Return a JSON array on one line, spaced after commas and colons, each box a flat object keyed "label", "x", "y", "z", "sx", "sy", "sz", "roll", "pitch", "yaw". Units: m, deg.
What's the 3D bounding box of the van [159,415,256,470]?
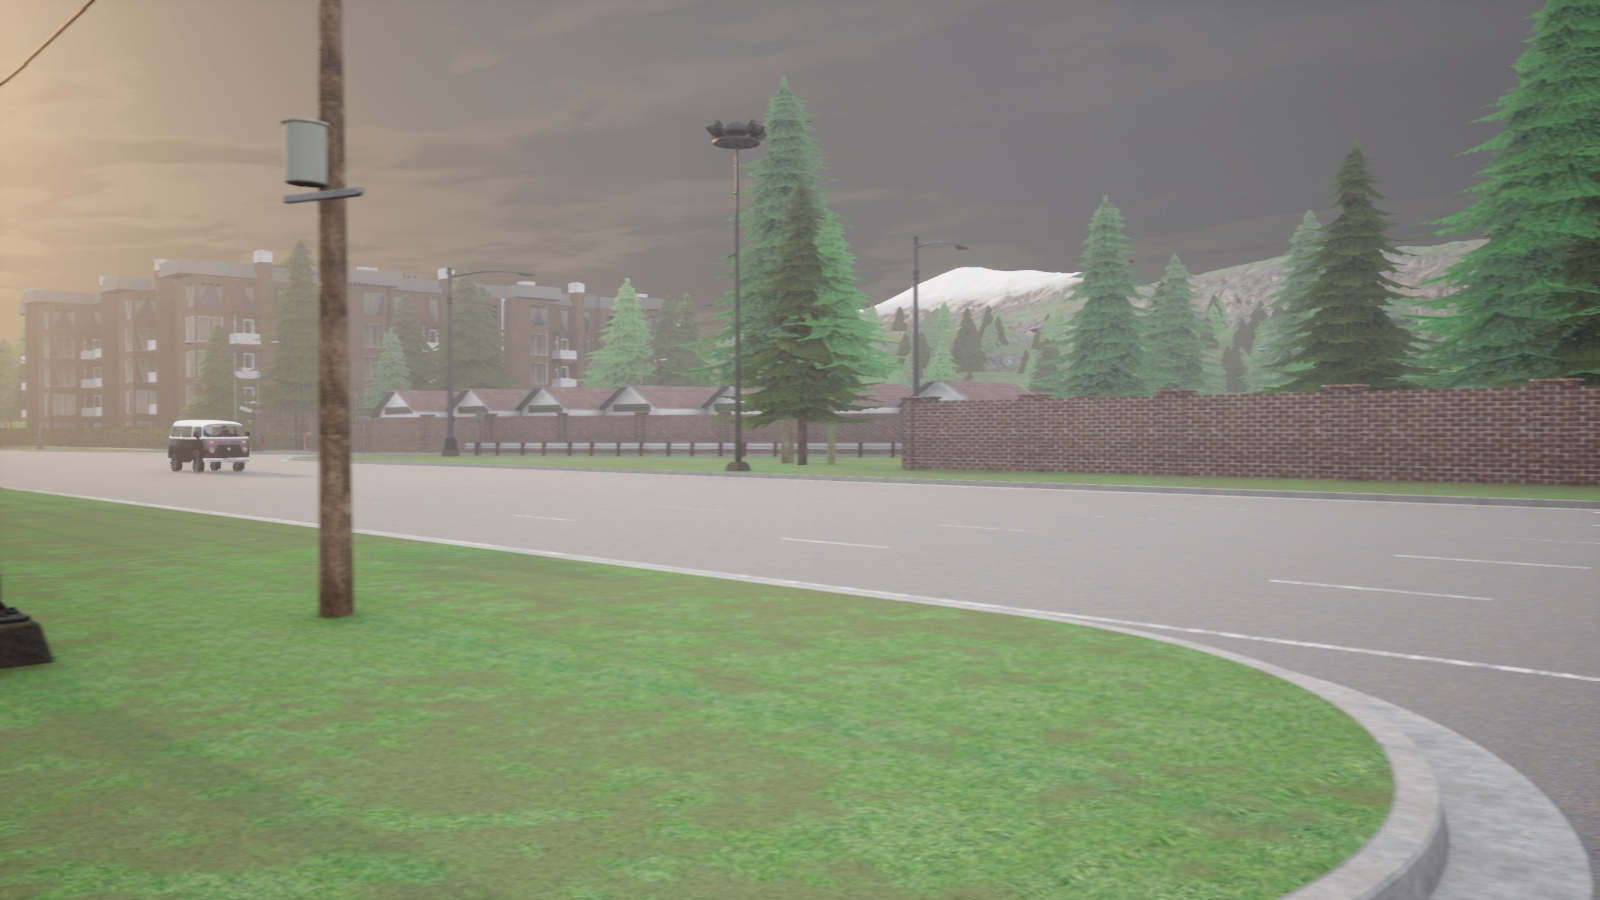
[{"label": "van", "x": -23.087, "y": -0.333, "z": 48.849, "sx": 2.069, "sy": 2.038, "sz": 4.480, "roll": -1, "pitch": 1, "yaw": -44}]
